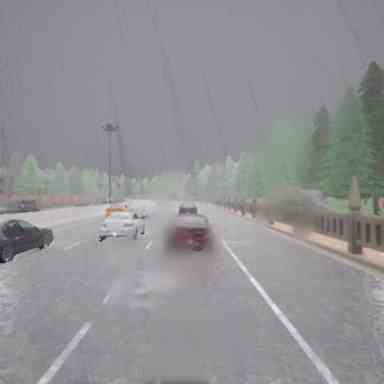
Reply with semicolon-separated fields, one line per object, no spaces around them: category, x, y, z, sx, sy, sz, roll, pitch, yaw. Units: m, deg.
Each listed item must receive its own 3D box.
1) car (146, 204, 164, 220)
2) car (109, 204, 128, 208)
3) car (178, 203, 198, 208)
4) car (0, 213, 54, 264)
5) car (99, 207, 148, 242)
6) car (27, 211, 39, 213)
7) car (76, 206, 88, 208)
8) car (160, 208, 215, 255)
car;-3.912;1.960;33.424;1.812;1.442;4.674;0;-1;-1
car;-7.408;1.931;33.953;1.882;1.535;5.008;0;-1;-1
car;-0.409;1.908;34.049;1.882;1.535;5.008;0;-1;-1
car;-7.082;1.731;12.512;2.033;1.411;5.357;0;-1;-1
car;-3.676;1.765;17.945;1.812;1.442;4.674;0;-1;-1
car;-14.501;1.614;27.012;2.150;2.045;5.566;0;-1;-1
car;-22.010;2.511;66.935;1.895;1.301;4.718;0;-1;-1
car;-0.107;1.657;14.123;1.882;1.535;5.008;0;-1;-1
